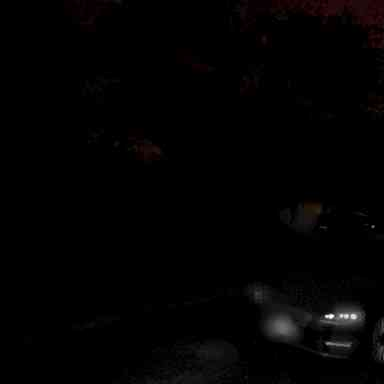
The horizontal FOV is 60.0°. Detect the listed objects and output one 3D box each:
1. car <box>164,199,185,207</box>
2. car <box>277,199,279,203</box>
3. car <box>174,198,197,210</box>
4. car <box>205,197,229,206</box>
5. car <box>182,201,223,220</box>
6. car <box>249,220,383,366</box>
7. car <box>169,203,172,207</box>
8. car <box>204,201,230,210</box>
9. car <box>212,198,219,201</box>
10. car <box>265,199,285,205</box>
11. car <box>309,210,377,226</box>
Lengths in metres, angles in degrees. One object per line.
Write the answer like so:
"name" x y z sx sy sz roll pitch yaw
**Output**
"car" -3.633 2.291 68.403 2.097 1.535 5.008 0 0 -36
"car" 17.632 2.391 67.747 1.946 1.575 5.366 0 0 -36
"car" -0.301 2.021 54.736 2.435 2.045 5.566 0 0 -36
"car" 5.510 2.103 74.897 2.435 2.045 5.566 0 0 -36
"car" 1.272 2.120 35.778 1.882 1.535 5.008 4 -4 -34
"car" 3.038 1.537 6.003 4.902 1.511 2.128 0 0 -41
"car" -5.800 2.277 66.620 1.946 1.575 5.366 0 0 -36
"car" 4.244 2.334 57.953 2.002 1.452 4.674 0 0 -36
"car" 1.864 2.031 56.284 2.435 2.045 5.566 0 0 -36
"car" 21.467 2.494 86.316 2.231 1.521 4.892 1 0 -35
"car" 10.011 1.910 22.232 1.812 1.442 4.674 4 -2 -24
